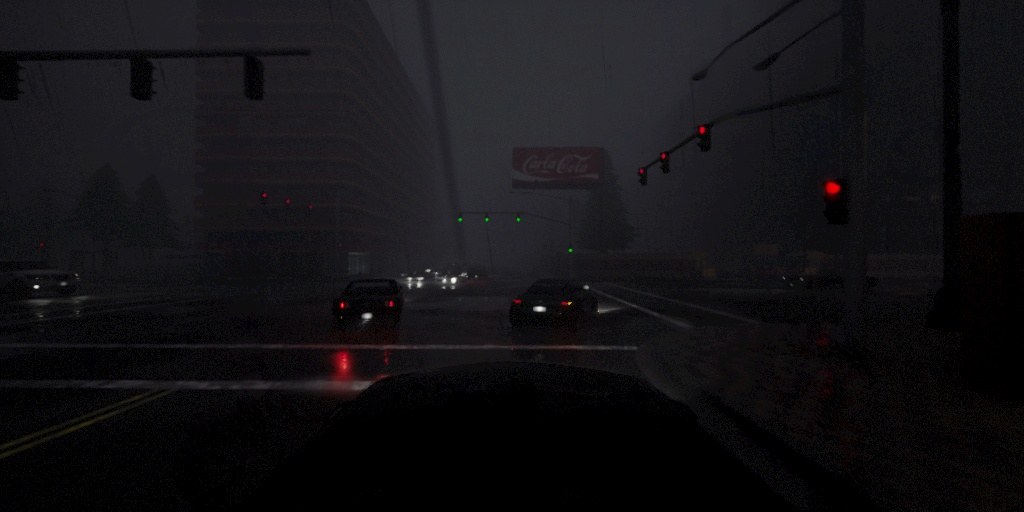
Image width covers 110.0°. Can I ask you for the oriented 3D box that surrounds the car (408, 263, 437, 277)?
[{"bbox_3d":[-10.587,1.589,41.520,2.128,1.511,4.902,0,0,0],"label":"car"}]

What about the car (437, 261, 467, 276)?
[{"bbox_3d":[-7.083,1.603,42.924,2.128,1.511,4.902,0,0,0],"label":"car"}]

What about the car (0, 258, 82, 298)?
[{"bbox_3d":[-26.643,1.127,19.132,5.566,2.045,2.150,0,-1,0],"label":"car"}]

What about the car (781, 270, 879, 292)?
[{"bbox_3d":[19.823,1.532,22.564,4.718,1.301,1.895,0,-1,0],"label":"car"}]

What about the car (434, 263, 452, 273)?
[{"bbox_3d":[-10.570,1.746,55.187,1.812,1.442,4.674,0,-1,0],"label":"car"}]

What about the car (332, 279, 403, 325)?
[{"bbox_3d":[-4.791,1.446,12.448,1.895,1.301,4.718,0,-1,-16],"label":"car"}]

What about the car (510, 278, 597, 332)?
[{"bbox_3d":[1.453,1.400,11.465,1.994,1.385,4.181,0,-1,21],"label":"car"}]

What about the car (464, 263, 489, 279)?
[{"bbox_3d":[-3.397,1.656,36.470,1.895,1.301,4.718,0,-1,0],"label":"car"}]
